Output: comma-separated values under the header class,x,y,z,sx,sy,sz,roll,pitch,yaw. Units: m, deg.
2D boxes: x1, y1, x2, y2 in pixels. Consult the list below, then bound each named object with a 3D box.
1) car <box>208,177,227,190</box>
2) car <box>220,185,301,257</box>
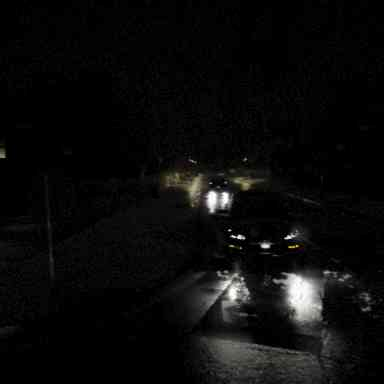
class,x,y,z,sx,sy,sz,roll,pitch,yaw
car,2.682,-0.965,35.355,1.895,1.301,4.718,-2,4,2
car,1.851,0.773,9.802,1.837,1.490,4.892,-1,4,5
